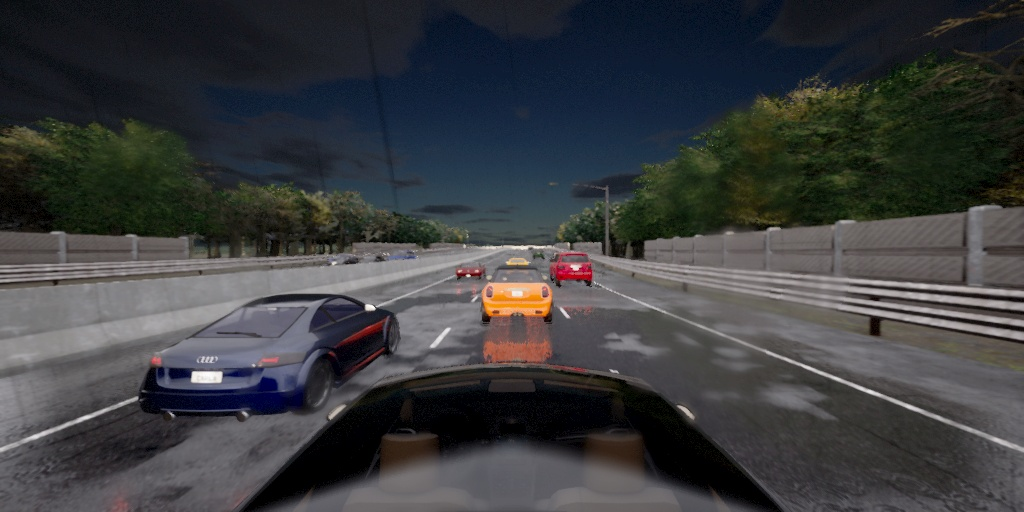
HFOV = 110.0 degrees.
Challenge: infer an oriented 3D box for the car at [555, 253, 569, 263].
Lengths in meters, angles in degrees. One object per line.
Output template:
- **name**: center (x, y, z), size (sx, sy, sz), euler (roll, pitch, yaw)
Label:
- **car**: center (8.209, 0.247, 59.302), size (1.882, 1.535, 5.008), euler (0, 2, 4)

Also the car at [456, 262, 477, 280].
- **car**: center (-3.084, 1.089, 28.016), size (1.895, 1.301, 4.718), euler (0, 1, 1)

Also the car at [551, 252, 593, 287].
- **car**: center (3.708, 0.781, 23.147), size (2.150, 2.045, 5.566), euler (0, 1, 1)

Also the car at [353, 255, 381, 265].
- **car**: center (-16.835, 0.704, 43.214), size (1.837, 1.490, 4.892), euler (0, 1, 2)

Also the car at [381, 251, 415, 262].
- **car**: center (-13.338, 0.419, 43.186), size (2.150, 2.045, 5.566), euler (0, 1, 2)

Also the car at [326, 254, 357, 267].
- **car**: center (-22.945, 0.559, 48.609), size (1.882, 1.535, 5.008), euler (0, 1, -1)

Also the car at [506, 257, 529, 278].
- **car**: center (0.493, 0.907, 31.094), size (1.882, 1.535, 5.008), euler (0, 1, 1)

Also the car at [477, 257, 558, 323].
- **car**: center (0.167, 1.060, 12.183), size (2.097, 1.767, 4.553), euler (0, 0, 0)

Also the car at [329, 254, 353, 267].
- **car**: center (-20.325, 0.687, 43.539), size (2.128, 1.511, 4.902), euler (0, 1, 2)

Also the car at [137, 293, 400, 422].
- **car**: center (-3.377, 1.306, 5.982), size (1.994, 1.385, 4.181), euler (0, 0, 0)
